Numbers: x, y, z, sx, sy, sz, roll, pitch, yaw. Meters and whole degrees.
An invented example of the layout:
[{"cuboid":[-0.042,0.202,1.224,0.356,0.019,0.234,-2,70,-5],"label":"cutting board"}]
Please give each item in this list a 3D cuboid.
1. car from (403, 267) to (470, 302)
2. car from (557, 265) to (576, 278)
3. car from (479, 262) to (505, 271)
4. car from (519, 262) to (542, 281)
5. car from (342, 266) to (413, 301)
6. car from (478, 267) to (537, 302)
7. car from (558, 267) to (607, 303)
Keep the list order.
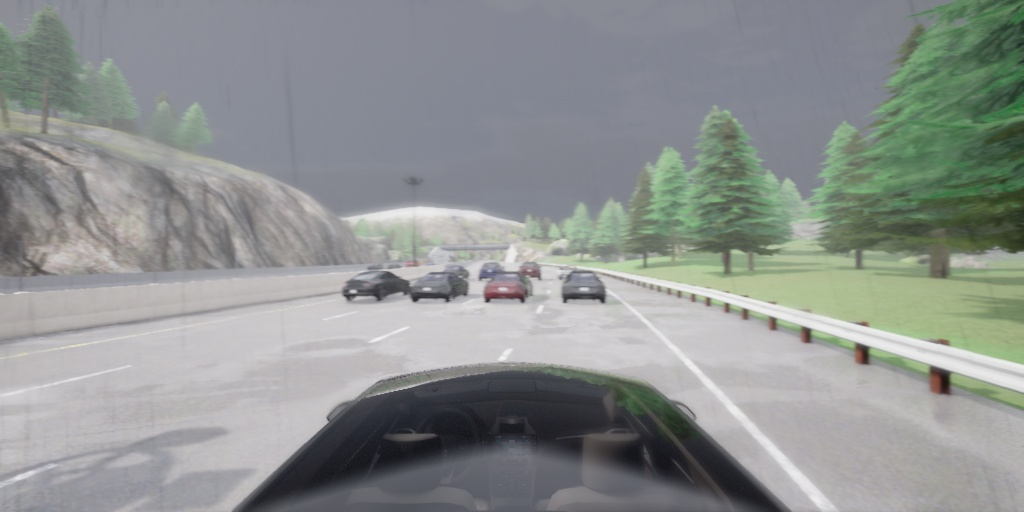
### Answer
[{"cuboid":[-3.553,1.482,18.279,1.994,1.385,4.181,-1,0,9],"label":"car"},{"cuboid":[5.180,1.524,33.096,1.895,1.301,4.718,-1,0,4],"label":"car"},{"cuboid":[-1.804,1.362,33.614,2.097,1.767,4.553,-1,-1,4],"label":"car"},{"cuboid":[1.686,1.318,33.344,2.097,1.767,4.553,-1,-1,4],"label":"car"},{"cuboid":[-7.001,1.490,18.883,1.812,1.442,4.674,-1,0,9],"label":"car"},{"cuboid":[-0.093,1.436,17.754,1.994,1.385,4.181,-1,0,9],"label":"car"},{"cuboid":[3.364,1.390,17.206,1.994,1.385,4.181,-1,0,9],"label":"car"}]
